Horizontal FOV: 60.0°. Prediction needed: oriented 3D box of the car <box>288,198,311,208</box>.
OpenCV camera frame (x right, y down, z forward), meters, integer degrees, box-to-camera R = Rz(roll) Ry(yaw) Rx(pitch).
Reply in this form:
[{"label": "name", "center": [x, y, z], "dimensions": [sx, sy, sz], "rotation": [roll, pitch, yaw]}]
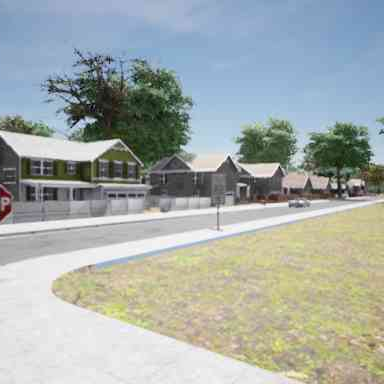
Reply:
[{"label": "car", "center": [14.921, 1.460, 46.218], "dimensions": [1.895, 1.301, 4.718], "rotation": [0, 0, 35]}]
